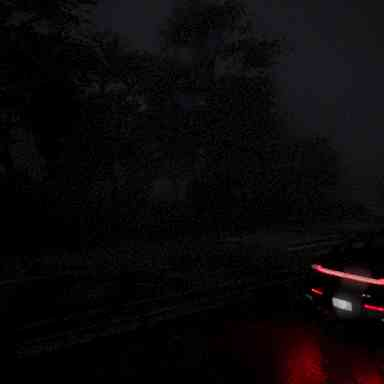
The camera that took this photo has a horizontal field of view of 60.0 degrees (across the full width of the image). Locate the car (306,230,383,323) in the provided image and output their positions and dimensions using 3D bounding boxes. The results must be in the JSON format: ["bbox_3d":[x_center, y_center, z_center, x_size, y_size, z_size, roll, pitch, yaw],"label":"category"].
[{"bbox_3d":[4.270,1.484,6.407,4.902,1.511,2.128,0,0,-35],"label":"car"}]
